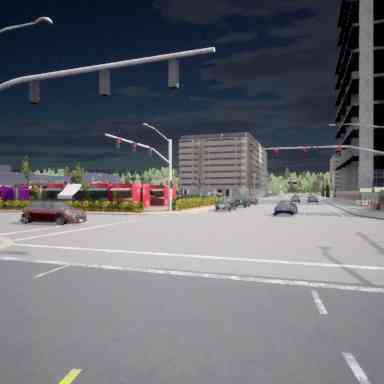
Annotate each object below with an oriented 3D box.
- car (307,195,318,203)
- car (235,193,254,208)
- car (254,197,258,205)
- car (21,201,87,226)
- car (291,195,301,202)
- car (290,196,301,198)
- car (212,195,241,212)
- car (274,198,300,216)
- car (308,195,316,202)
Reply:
[{"bbox_3d":[24.684,1.541,67.785,2.033,1.411,5.357,0,0,19],"label":"car"},{"bbox_3d":[7.239,1.221,49.113,2.150,2.045,5.566,0,0,18],"label":"car"},{"bbox_3d":[10.455,1.564,58.643,1.994,1.385,4.181,0,0,19],"label":"car"},{"bbox_3d":[-9.811,1.407,23.736,4.553,1.767,2.097,0,0,19],"label":"car"},{"bbox_3d":[24.545,1.540,78.444,2.033,1.411,5.357,0,0,19],"label":"car"},{"bbox_3d":[21.474,1.554,69.217,1.994,1.385,4.181,0,0,19],"label":"car"},{"bbox_3d":[4.090,1.491,39.726,2.128,1.511,4.902,0,0,19],"label":"car"},{"bbox_3d":[9.405,1.564,33.340,1.994,1.385,4.181,0,0,21],"label":"car"},{"bbox_3d":[27.967,1.524,77.643,1.812,1.442,4.674,0,0,19],"label":"car"}]
